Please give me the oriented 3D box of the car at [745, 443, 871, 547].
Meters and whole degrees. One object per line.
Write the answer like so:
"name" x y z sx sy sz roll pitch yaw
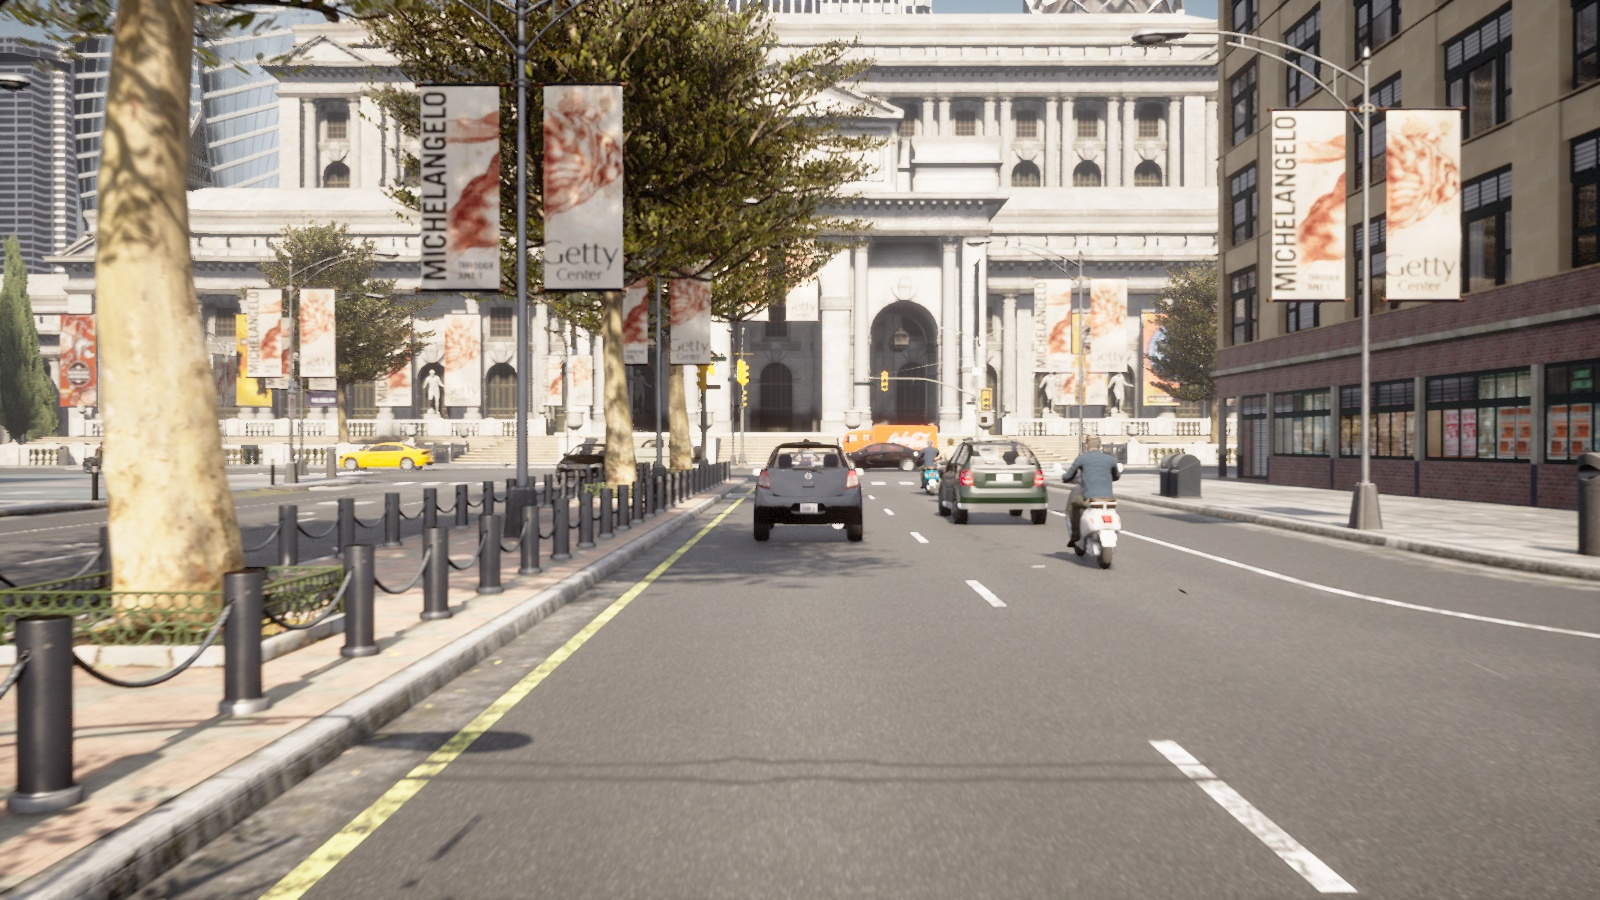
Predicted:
"car" 0.129 0.647 20.137 1.845 1.501 3.633 0 0 0

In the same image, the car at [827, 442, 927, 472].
"car" 3.947 0.362 64.772 5.008 1.535 1.882 0 0 -2

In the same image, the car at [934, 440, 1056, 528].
"car" 3.651 0.592 24.110 1.789 1.549 3.705 0 0 0

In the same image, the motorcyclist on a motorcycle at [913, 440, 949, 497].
"motorcyclist on a motorcycle" 3.695 0.502 35.637 0.866 1.590 1.817 0 0 1

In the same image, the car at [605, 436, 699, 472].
"car" -7.627 0.191 65.002 4.605 1.855 1.932 0 0 1

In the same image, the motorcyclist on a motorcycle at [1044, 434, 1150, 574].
"motorcyclist on a motorcycle" 3.603 0.615 15.413 0.866 1.590 1.817 0 2 0

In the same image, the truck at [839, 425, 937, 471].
"truck" 4.735 -0.122 68.381 5.204 2.467 2.627 0 0 1

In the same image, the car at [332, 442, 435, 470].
"car" -22.728 0.319 68.649 5.008 1.535 1.882 0 0 1

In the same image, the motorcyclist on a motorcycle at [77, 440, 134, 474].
"motorcyclist on a motorcycle" -34.141 0.321 61.756 2.350 1.649 0.766 0 0 0

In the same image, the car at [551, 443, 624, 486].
"car" -7.710 0.495 45.931 1.816 1.474 4.193 0 0 2
